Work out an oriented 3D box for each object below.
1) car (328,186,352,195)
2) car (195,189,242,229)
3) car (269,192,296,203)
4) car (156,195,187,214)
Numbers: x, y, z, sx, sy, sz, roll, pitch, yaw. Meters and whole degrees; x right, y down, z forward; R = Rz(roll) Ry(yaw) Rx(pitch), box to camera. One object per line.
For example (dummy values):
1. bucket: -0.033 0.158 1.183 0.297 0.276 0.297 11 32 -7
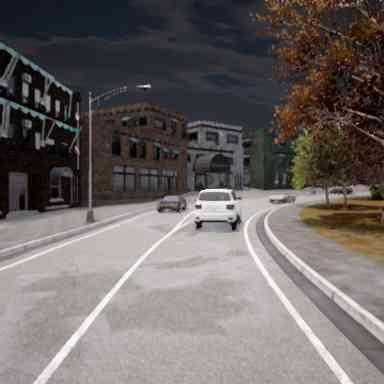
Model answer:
1. car: 26.184 -0.281 58.935 5.008 1.535 1.882 -2 1 -31
2. car: 1.605 0.854 18.957 2.150 2.045 5.566 0 1 12
3. car: 11.188 0.631 40.714 1.895 1.301 4.718 0 2 36
4. car: -1.631 0.996 28.497 2.033 1.411 5.357 0 1 8
